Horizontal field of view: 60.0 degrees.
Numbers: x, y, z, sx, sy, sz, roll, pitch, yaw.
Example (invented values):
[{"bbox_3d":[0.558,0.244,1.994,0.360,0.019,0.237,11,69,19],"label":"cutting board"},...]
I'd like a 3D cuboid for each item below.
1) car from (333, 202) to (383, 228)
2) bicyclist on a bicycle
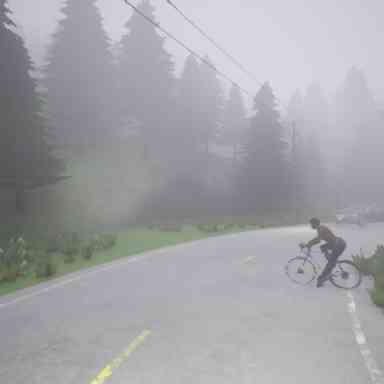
[{"bbox_3d":[11.388,1.433,21.856,4.902,1.511,2.128,0,0,-28],"label":"car"},{"bbox_3d":[3.027,1.431,7.732,1.656,1.620,0.582,0,0,26],"label":"bicyclist on a bicycle"}]
